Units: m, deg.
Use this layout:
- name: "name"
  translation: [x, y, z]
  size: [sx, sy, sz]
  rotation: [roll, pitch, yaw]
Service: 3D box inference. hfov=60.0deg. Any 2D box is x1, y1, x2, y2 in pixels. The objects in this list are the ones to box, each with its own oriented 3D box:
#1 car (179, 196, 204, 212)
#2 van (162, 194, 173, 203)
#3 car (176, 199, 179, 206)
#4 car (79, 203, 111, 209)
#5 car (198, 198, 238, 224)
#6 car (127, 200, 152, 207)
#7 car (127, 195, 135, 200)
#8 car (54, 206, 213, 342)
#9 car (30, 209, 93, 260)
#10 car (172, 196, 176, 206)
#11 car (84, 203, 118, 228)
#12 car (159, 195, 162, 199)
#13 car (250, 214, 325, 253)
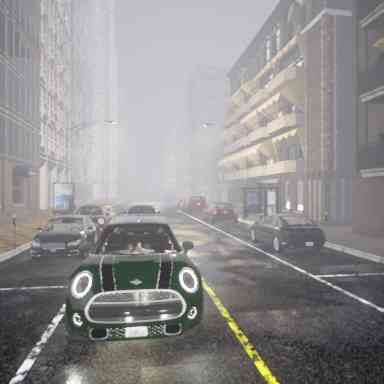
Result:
- name: "car"
  translation: [0.284, 1.330, 35.931]
  size: [2.192, 1.841, 5.009]
  rotation: [0, 0, -9]
- name: "van"
  translation: [-4.854, 1.385, 69.430]
  size: [1.690, 1.788, 3.998]
  rotation: [0, 0, -9]
- name: "car"
  translation: [-0.573, 1.600, 41.514]
  size: [1.802, 1.307, 4.206]
  rotation: [0, 0, -9]
- name: "car"
  translation: [-5.432, 1.445, 17.911]
  size: [1.967, 1.590, 4.097]
  rotation: [0, 0, -9]
- name: "car"
  translation: [1.996, 1.449, 24.764]
  size: [1.967, 1.590, 4.097]
  rotation: [0, 0, -9]
- name: "car"
  translation: [-2.938, 1.484, 19.420]
  size: [1.882, 1.535, 5.008]
  rotation: [0, 0, -9]
- name: "car"
  translation: [-16.562, 1.510, 90.494]
  size: [1.967, 1.590, 4.097]
  rotation: [0, 0, -9]
- name: "car"
  translation: [-1.112, 1.353, 6.841]
  size: [2.097, 1.767, 4.553]
  rotation: [0, 0, -9]
- name: "car"
  translation: [-4.575, 1.553, 12.327]
  size: [2.008, 1.369, 4.403]
  rotation: [0, 0, -9]
- name: "car"
  translation: [-1.429, 1.603, 47.097]
  size: [1.802, 1.307, 4.206]
  rotation: [0, 0, -9]
- name: "car"
  translation: [-6.262, 1.533, 23.325]
  size: [1.752, 1.417, 4.829]
  rotation: [0, 0, -9]
- name: "car"
  translation: [-5.710, 1.617, 75.014]
  size: [1.947, 1.339, 4.313]
  rotation: [0, 0, -9]
- name: "car"
  translation: [3.708, 1.555, 13.598]
  size: [2.008, 1.369, 4.403]
  rotation: [0, 0, -9]
